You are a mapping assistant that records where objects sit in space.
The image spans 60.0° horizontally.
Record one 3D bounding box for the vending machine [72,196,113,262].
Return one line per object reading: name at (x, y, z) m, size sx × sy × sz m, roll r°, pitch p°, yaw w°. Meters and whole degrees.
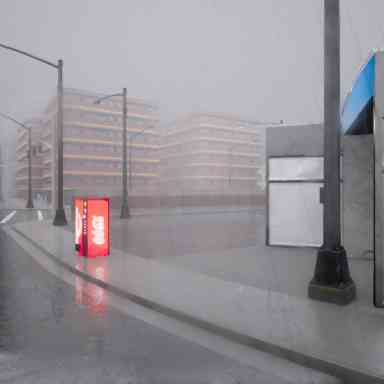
vending machine at (-3.375, 1.195, 11.275) m, size 1.100 × 2.100 × 0.880 m, roll 0°, pitch 0°, yaw -36°
